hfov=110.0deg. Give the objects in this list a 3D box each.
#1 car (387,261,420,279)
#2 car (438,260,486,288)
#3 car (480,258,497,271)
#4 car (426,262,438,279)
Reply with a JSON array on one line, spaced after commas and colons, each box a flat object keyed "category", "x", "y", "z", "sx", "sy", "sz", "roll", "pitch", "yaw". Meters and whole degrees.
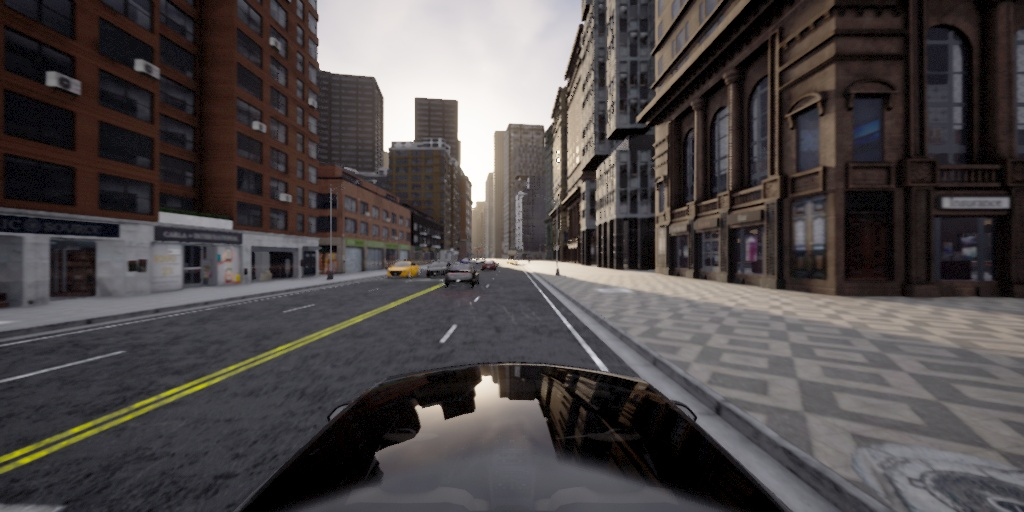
[{"category": "car", "x": -9.835, "y": 1.225, "z": 32.768, "sx": 1.882, "sy": 1.535, "sz": 5.008, "roll": 0, "pitch": 0, "yaw": 0}, {"category": "car", "x": -3.146, "y": 1.239, "z": 23.434, "sx": 2.128, "sy": 1.511, "sz": 4.902, "roll": 0, "pitch": 0, "yaw": 0}, {"category": "car", "x": -3.137, "y": 1.275, "z": 50.172, "sx": 1.812, "sy": 1.442, "sz": 4.674, "roll": 0, "pitch": 0, "yaw": 0}, {"category": "car", "x": -6.585, "y": 1.252, "z": 33.059, "sx": 1.837, "sy": 1.490, "sz": 4.892, "roll": 0, "pitch": 0, "yaw": 0}]
